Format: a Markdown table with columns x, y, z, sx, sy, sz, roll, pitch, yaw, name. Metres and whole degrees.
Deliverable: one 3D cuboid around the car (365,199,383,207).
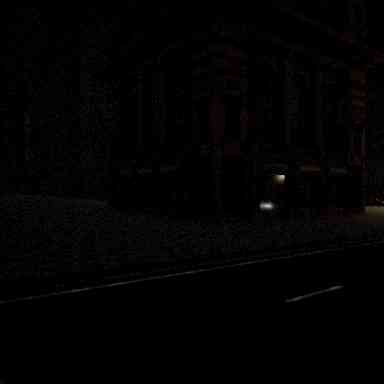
| x | y | z | sx | sy | sz | roll | pitch | yaw | name |
| --- | --- | --- | --- | --- | --- | --- | --- | --- | --- |
| 31.893 | 1.888 | 56.978 | 1.752 | 1.417 | 4.829 | 0 | 0 | -36 | car |
